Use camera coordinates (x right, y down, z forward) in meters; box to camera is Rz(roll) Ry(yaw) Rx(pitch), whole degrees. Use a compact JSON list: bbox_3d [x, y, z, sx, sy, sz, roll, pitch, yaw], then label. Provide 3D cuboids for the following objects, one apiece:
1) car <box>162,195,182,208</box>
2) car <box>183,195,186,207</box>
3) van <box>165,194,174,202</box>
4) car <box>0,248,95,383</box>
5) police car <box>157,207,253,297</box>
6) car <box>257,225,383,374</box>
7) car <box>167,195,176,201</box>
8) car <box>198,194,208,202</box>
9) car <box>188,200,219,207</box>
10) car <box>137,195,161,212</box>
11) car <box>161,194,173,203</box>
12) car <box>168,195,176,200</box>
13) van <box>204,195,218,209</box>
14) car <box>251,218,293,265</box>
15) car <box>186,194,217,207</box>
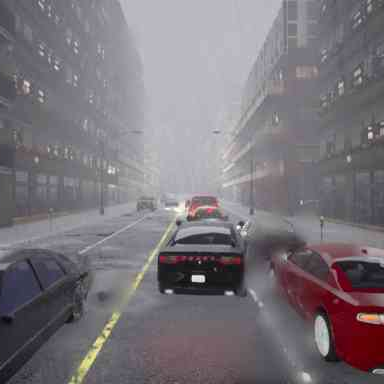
[{"bbox_3d":[-2.857,1.569,48.049,1.994,1.385,4.181,0,0,0],"label":"car"},{"bbox_3d":[0.005,1.531,46.314,1.812,1.442,4.674,0,0,0],"label":"car"},{"bbox_3d":[-5.323,1.351,79.408,1.690,1.788,3.998,1,0,0],"label":"van"},{"bbox_3d":[-2.852,1.548,4.460,2.033,1.411,5.357,0,0,0],"label":"car"},{"bbox_3d":[0.432,1.426,8.813,1.930,1.638,5.238,0,0,7],"label":"police car"},{"bbox_3d":[2.571,1.545,5.718,1.887,1.381,4.507,1,0,0],"label":"car"},{"bbox_3d":[-5.327,1.561,85.078,2.008,1.369,4.403,1,0,0],"label":"car"},{"bbox_3d":[2.558,1.324,79.439,2.192,1.841,5.009,1,0,0],"label":"car"},{"bbox_3d":[0.818,1.457,18.747,1.801,1.575,5.366,0,0,0],"label":"car"},{"bbox_3d":[-5.314,1.319,39.712,2.192,1.841,5.009,1,0,0],"label":"car"},{"bbox_3d":[-5.320,1.323,68.066,2.192,1.841,5.009,1,0,0],"label":"car"},{"bbox_3d":[-5.328,1.577,90.749,1.947,1.339,4.313,1,0,0],"label":"car"},{"bbox_3d":[2.565,1.346,45.414,1.690,1.788,3.998,1,0,0],"label":"van"},{"bbox_3d":[2.570,1.552,11.389,2.008,1.369,4.403,1,0,0],"label":"car"},{"bbox_3d":[0.818,1.227,24.588,2.150,2.045,5.566,0,0,0],"label":"car"}]
